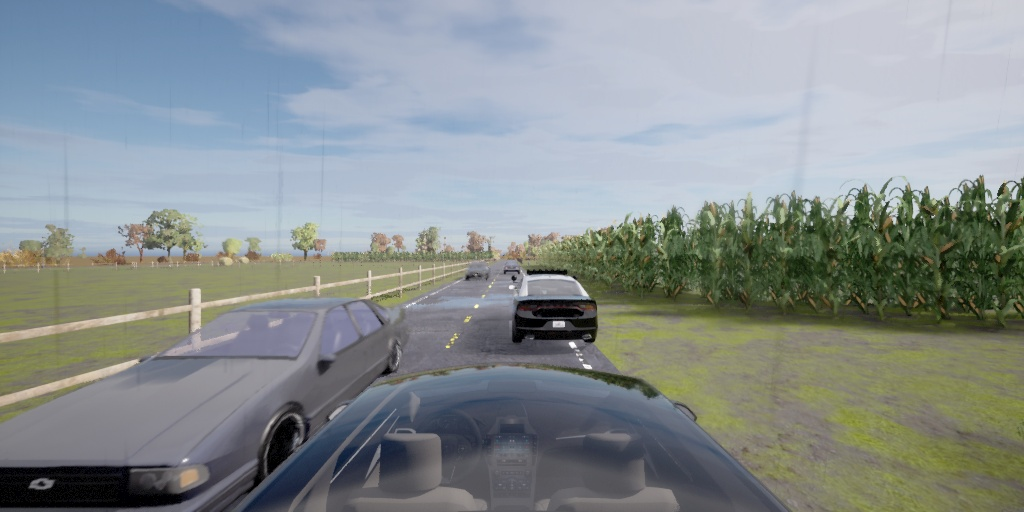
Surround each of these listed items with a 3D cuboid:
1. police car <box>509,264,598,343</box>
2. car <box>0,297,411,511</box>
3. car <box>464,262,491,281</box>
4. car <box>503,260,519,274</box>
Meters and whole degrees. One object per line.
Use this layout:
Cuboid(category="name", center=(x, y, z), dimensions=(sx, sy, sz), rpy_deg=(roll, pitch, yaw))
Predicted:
Cuboid(category="police car", center=(0.941, 1.176, 9.833), dimensions=(1.930, 1.638, 5.238), rpy_deg=(0, 0, 0))
Cuboid(category="car", center=(-2.858, 1.297, 4.758), dimensions=(2.033, 1.411, 5.357), rpy_deg=(0, 0, 0))
Cuboid(category="car", center=(-2.828, 1.258, 30.311), dimensions=(1.837, 1.490, 4.892), rpy_deg=(0, 0, 0))
Cuboid(category="car", center=(-0.020, 1.303, 40.675), dimensions=(2.033, 1.411, 5.357), rpy_deg=(0, 0, 0))
